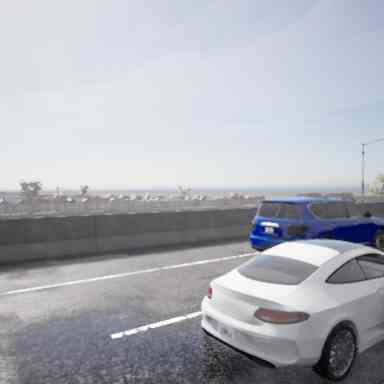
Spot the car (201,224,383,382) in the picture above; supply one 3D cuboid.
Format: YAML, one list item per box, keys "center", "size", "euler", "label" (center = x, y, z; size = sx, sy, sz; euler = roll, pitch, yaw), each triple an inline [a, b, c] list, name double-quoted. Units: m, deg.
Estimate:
- center: [2.288, 1.508, 5.378]
  size: [4.674, 1.442, 1.812]
  euler: [0, 0, -35]
  label: "car"

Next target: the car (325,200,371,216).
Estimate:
- center: [15.041, 1.480, 31.903]
  size: [4.718, 1.301, 1.895]
  euler: [0, 0, -35]
  label: "car"

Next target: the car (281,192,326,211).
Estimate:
- center: [13.191, 1.088, 39.174]
  size: [5.566, 2.045, 2.150]
  euler: [0, 0, -35]
  label: "car"

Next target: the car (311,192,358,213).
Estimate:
- center: [15.794, 1.085, 36.731]
  size: [5.566, 2.045, 2.150]
  euler: [0, 0, -35]
  label: "car"

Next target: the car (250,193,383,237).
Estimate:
- center: [4.426, 1.185, 11.200]
  size: [5.566, 2.045, 2.150]
  euler: [0, 0, -35]
  label: "car"
